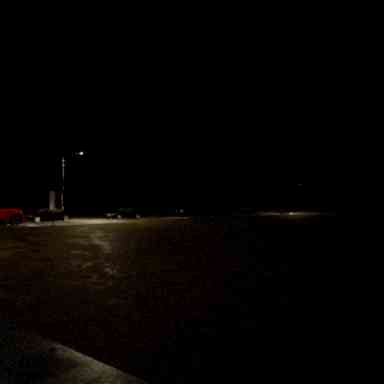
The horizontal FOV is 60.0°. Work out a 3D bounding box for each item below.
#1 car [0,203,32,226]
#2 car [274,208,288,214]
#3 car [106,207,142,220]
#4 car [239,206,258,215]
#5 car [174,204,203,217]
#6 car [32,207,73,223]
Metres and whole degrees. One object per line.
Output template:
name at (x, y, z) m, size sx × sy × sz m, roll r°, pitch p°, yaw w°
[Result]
car at (-16.315, 1.745, 26.579) m, size 2.150 × 2.045 × 5.566 m, roll -3°, pitch -4°, yaw 33°
car at (21.277, 4.538, 78.878) m, size 1.895 × 1.301 × 4.718 m, roll -1°, pitch -3°, yaw 35°
car at (-8.533, 2.656, 41.941) m, size 1.882 × 1.535 × 5.008 m, roll -1°, pitch -3°, yaw 36°
car at (11.016, 3.605, 64.480) m, size 2.097 × 1.767 × 4.553 m, roll -1°, pitch -3°, yaw 35°
car at (-0.466, 2.905, 53.250) m, size 2.150 × 2.045 × 5.566 m, roll -1°, pitch -1°, yaw 36°
car at (-14.513, 2.282, 33.547) m, size 1.882 × 1.535 × 5.008 m, roll -1°, pitch -3°, yaw 35°
